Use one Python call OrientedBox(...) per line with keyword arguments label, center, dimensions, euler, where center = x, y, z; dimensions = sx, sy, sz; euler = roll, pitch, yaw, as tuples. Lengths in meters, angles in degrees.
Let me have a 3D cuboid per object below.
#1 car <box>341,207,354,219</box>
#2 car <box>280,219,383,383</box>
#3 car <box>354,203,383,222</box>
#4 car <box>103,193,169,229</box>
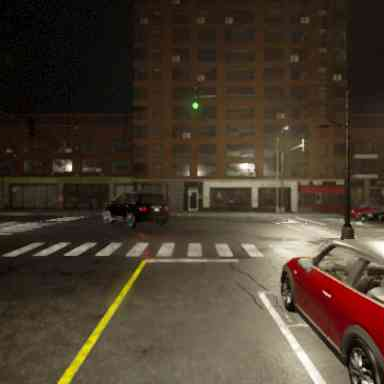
OrientedBox(label="car", center=(14.660, 1.616, 27.574), dimensions=(4.181, 1.385, 1.994), euler=(0, 0, 0))
OrientedBox(label="car", center=(2.675, 1.418, 4.917), dimensions=(1.967, 1.590, 4.097), euler=(1, 0, 0))
OrientedBox(label="car", center=(15.186, 1.586, 24.310), dimensions=(5.357, 1.411, 2.033), euler=(0, 0, 1))
OrientedBox(label="car", center=(-3.615, 1.090, 20.900), dimensions=(2.150, 2.045, 5.566), euler=(2, -1, -37))
